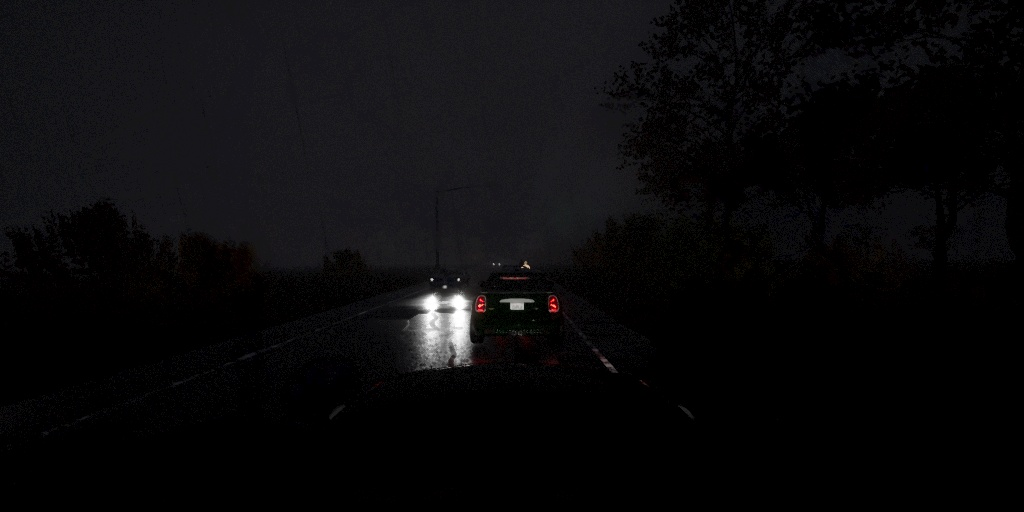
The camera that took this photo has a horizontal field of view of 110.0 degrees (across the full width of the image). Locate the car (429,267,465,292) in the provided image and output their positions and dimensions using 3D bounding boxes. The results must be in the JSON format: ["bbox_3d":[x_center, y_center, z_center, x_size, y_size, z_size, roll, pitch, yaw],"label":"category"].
[{"bbox_3d":[-3.583,1.343,21.401,1.895,1.301,4.718,0,0,0],"label":"car"}]

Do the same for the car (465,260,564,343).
[{"bbox_3d":[0.113,1.099,9.818,2.097,1.767,4.553,0,0,0],"label":"car"}]

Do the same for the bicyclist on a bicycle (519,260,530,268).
[{"bbox_3d":[0.975,1.177,25.641,0.866,1.612,1.509,0,0,1],"label":"bicyclist on a bicycle"}]
